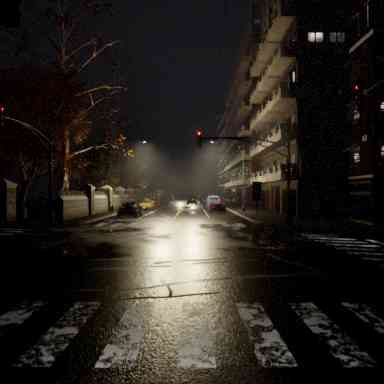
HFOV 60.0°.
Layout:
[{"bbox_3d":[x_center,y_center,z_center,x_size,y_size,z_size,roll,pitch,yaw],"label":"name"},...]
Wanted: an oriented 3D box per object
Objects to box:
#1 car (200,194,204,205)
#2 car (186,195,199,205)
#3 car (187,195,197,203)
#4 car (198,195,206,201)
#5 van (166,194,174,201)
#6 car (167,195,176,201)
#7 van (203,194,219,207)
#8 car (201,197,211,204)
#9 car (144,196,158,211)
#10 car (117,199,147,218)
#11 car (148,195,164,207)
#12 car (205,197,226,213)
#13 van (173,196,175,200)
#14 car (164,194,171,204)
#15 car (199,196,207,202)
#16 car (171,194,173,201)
[{"bbox_3d":[2.692,1.480,53.347,1.967,1.590,4.097,0,0,0],"label":"car"},{"bbox_3d":[-0.001,1.597,59.542,2.033,1.411,5.357,0,0,0],"label":"car"},{"bbox_3d":[0.000,1.444,69.961,1.837,1.490,4.892,0,0,0],"label":"car"},{"bbox_3d":[2.690,1.544,87.127,1.967,1.590,4.097,0,0,0],"label":"car"},{"bbox_3d":[-5.690,1.445,87.127,1.690,1.788,3.998,0,0,0],"label":"van"},{"bbox_3d":[-5.690,1.669,92.757,2.008,1.369,4.403,0,0,0],"label":"car"},{"bbox_3d":[2.693,1.366,42.087,1.690,1.788,3.998,0,0,0],"label":"van"},{"bbox_3d":[2.691,1.602,64.607,1.887,1.381,4.507,0,0,0],"label":"car"},{"bbox_3d":[-5.688,1.550,41.917,1.752,1.417,4.829,0,0,0],"label":"car"},{"bbox_3d":[-5.688,1.580,30.825,1.947,1.339,4.313,0,0,0],"label":"car"},{"bbox_3d":[-5.688,1.347,47.717,2.192,1.841,5.009,0,0,0],"label":"car"},{"bbox_3d":[2.692,1.564,36.456,1.887,1.381,4.507,0,0,0],"label":"car"},{"bbox_3d":[-5.690,1.432,81.498,1.690,1.788,3.998,0,0,0],"label":"van"},{"bbox_3d":[-5.689,1.498,64.608,1.967,1.590,4.097,0,0,0],"label":"car"},{"bbox_3d":[2.690,1.635,81.497,1.887,1.381,4.507,0,0,0],"label":"car"},{"bbox_3d":[-5.689,1.508,70.237,1.967,1.590,4.097,0,0,0],"label":"car"}]
